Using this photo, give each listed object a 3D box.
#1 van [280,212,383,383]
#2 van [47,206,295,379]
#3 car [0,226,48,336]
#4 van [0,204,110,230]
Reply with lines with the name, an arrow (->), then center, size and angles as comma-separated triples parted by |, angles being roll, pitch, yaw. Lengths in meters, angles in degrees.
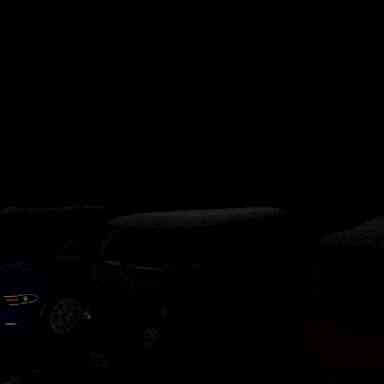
van -> 2.780, 1.255, 3.921 | 1.878, 1.987, 4.442 | 0, 0, 36
van -> 0.281, 1.263, 5.418 | 1.878, 1.987, 4.442 | -1, 0, 36
car -> -1.778, 1.522, 7.037 | 2.097, 1.535, 5.008 | -1, -1, 36
van -> -4.107, 1.348, 8.549 | 1.878, 1.987, 4.442 | -1, -1, 36
